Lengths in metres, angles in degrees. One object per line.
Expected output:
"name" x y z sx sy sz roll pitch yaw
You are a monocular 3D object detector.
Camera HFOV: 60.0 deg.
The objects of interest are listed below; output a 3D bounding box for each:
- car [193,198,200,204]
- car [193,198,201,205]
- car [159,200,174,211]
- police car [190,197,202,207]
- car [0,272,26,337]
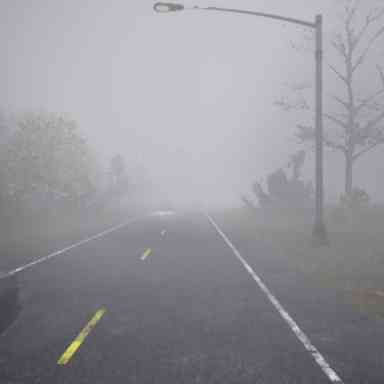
"car" 1.032 2.230 80.466 1.812 1.442 4.674 0 0 0
"car" 1.033 2.115 74.655 1.801 1.575 5.366 0 0 0
"car" -3.590 1.932 47.219 2.128 1.511 4.902 0 -1 0
"police car" 1.035 2.006 64.575 1.930 1.638 5.238 0 0 0
"car" -3.600 1.579 3.039 2.033 1.411 5.357 0 -1 0
